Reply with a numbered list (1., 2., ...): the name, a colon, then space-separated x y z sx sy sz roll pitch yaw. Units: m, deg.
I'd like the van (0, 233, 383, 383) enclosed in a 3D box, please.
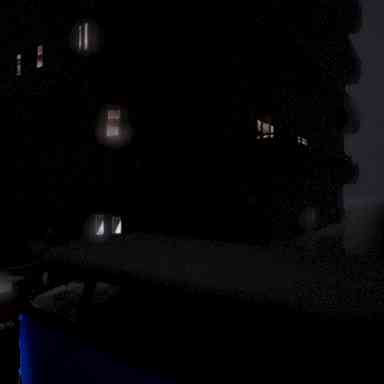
1. van: 0.169 1.340 2.731 3.998 1.788 1.690 0 1 36
